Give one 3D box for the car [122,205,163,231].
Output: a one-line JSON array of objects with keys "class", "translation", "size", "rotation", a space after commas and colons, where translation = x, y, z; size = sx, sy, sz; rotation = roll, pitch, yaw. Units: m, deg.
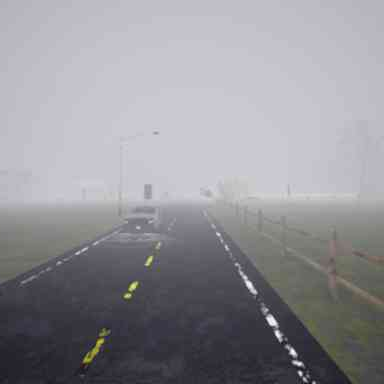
[{"class": "car", "translation": [-2.845, 1.487, 20.222], "size": [2.033, 1.411, 5.357], "rotation": [0, 0, 0]}]
